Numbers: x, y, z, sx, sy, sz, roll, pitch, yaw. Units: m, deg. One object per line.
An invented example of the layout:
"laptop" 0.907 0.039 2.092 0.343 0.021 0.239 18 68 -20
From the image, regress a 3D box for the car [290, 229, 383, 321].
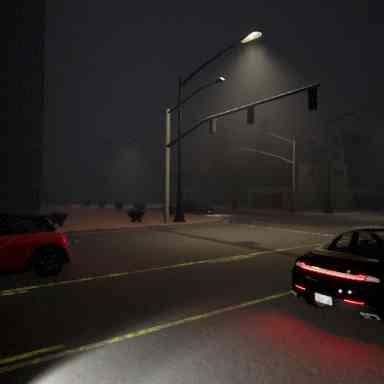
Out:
"car" 4.080 1.503 6.715 4.902 1.511 2.128 0 0 -35

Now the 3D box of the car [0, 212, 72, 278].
"car" -5.625 1.353 8.578 4.553 1.767 2.097 0 0 -36

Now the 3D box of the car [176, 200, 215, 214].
"car" 0.243 1.624 36.043 2.033 1.411 5.357 1 -1 -35
